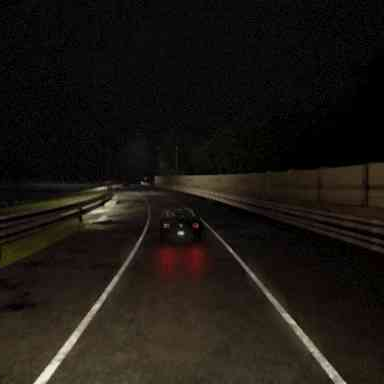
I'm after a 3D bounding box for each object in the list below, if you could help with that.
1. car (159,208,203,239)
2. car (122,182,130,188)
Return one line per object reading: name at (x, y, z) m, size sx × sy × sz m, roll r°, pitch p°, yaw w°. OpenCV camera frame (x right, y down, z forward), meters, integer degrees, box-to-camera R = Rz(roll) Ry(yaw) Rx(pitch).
car at (-0.627, 1.401, 16.217) m, size 1.895 × 1.301 × 4.718 m, roll 0°, pitch 1°, yaw -4°
car at (-18.177, -1.942, 92.496) m, size 2.033 × 1.411 × 5.357 m, roll 0°, pitch 3°, yaw -14°
